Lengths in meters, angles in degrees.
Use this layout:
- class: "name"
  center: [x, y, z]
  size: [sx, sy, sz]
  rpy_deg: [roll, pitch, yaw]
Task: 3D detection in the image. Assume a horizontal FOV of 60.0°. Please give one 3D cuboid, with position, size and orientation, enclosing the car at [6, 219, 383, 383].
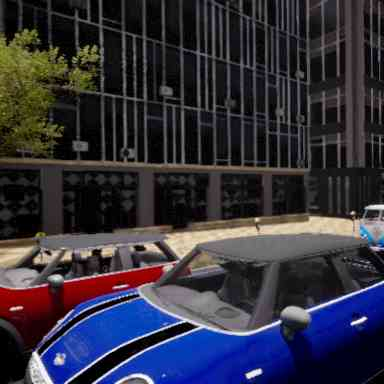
- class: "car"
  center: [0.632, 1.348, 3.787]
  size: [4.553, 1.767, 2.097]
  rpy_deg: [0, 0, -36]

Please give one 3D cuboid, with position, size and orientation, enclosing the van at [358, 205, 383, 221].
- class: "van"
  center: [7.653, 1.320, 12.035]
  size: [3.998, 1.788, 1.690]
  rpy_deg: [0, -1, -35]

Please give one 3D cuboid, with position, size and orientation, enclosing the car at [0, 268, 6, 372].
- class: "car"
  center: [-1.958, 1.438, 5.193]
  size: [4.097, 1.590, 1.967]
  rpy_deg: [0, -1, -35]
